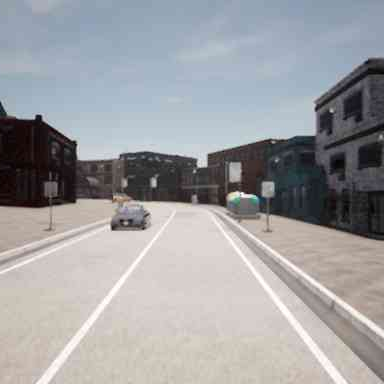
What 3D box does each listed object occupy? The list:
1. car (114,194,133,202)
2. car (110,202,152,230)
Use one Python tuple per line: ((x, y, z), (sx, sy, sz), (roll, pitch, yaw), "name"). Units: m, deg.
((-12.862, 1.131, 61.992), (2.097, 1.767, 4.553), (1, 0, -38), "car")
((-3.621, 1.513, 20.286), (1.994, 1.385, 4.181), (0, 0, 0), "car")
